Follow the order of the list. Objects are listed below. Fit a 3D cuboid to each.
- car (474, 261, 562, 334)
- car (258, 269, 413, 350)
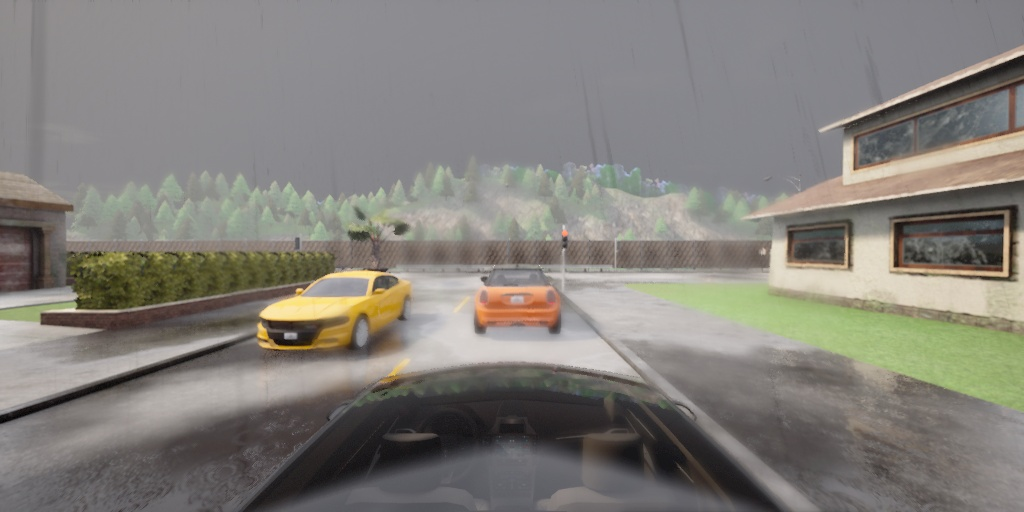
[{"bbox_3d":[0.141,0.997,10.365,2.097,1.767,4.553,0,1,0],"label":"car"},{"bbox_3d":[-3.993,1.140,9.015,1.882,1.535,5.008,0,1,1],"label":"car"}]
